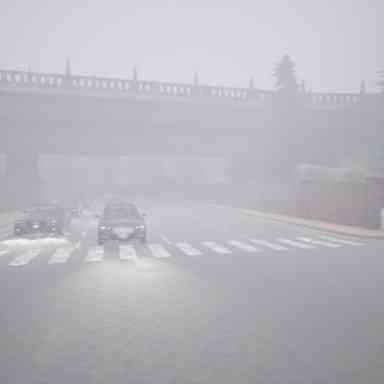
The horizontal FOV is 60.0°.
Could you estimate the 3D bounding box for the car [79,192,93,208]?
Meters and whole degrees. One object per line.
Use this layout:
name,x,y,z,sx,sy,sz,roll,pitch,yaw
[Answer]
car,-11.922,0.912,35.365,2.128,1.511,4.902,0,1,-14

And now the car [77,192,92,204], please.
car,-14.573,0.778,45.228,1.812,1.442,4.674,0,1,-17

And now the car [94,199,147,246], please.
car,-3.061,1.263,14.263,2.128,1.511,4.902,0,1,-14

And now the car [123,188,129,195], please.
car,-13.107,0.225,59.076,2.150,2.045,5.566,0,1,-34

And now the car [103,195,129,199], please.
car,-5.672,1.157,24.710,1.994,1.385,4.181,0,1,-14

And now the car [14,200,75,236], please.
car,-7.280,1.305,16.550,1.994,1.385,4.181,0,1,-13

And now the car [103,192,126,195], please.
car,-8.250,1.016,35.097,1.895,1.301,4.718,0,1,-14

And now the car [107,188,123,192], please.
car,-10.804,0.604,44.668,2.097,1.767,4.553,0,1,-15

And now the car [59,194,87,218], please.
car,-9.485,1.136,25.520,2.033,1.411,5.357,0,1,-14
